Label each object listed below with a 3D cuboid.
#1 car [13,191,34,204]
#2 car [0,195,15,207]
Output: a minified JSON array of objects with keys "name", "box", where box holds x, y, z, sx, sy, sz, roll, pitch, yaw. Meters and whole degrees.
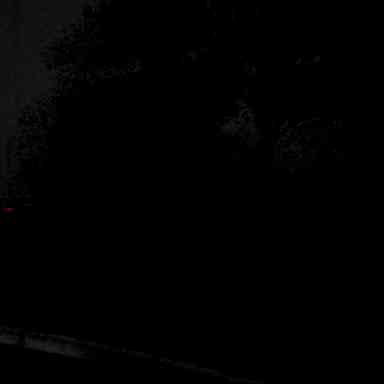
[{"name":"car","box":[-25.762,0.817,51.103,2.097,1.767,4.553,-1,1,-17]},{"name":"car","box":[-22.866,1.110,41.532,1.812,1.442,4.674,-1,1,-16]}]
